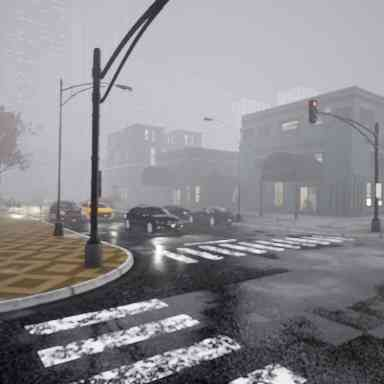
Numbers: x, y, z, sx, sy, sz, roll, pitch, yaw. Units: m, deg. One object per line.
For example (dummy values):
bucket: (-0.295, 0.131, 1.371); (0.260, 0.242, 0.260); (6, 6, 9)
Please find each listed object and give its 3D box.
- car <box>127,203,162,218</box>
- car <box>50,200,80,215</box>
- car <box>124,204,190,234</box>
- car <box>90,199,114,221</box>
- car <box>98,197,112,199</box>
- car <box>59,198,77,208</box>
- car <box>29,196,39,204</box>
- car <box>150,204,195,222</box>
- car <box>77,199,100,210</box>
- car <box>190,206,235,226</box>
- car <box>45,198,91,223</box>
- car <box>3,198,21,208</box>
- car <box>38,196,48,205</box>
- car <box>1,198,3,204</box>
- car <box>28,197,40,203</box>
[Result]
car: (-4.887, 1.823, 33.755); (1.802, 1.307, 4.206); (1, -1, -35)
car: (-14.018, 1.652, 36.583); (1.882, 1.535, 5.008); (1, -1, -35)
car: (-2.402, 1.582, 19.762); (1.837, 1.490, 4.892); (1, -1, -35)
car: (-8.200, 1.603, 28.153); (1.882, 1.535, 5.008); (1, -1, -35)
car: (-11.883, 1.614, 43.793); (2.192, 1.841, 5.009); (1, -1, -35)
car: (-21.427, 1.818, 57.437); (1.967, 1.590, 4.097); (1, -1, -35)
car: (-37.218, 1.829, 80.263); (2.192, 1.841, 5.009); (1, -1, -35)
car: (-1.769, 1.781, 29.249); (1.947, 1.339, 4.313); (1, -1, -35)
car: (-15.070, 1.765, 48.338); (1.967, 1.590, 4.097); (1, -1, -35)
car: (1.350, 1.740, 24.740); (2.008, 1.369, 4.403); (1, -1, -35)
car: (-9.474, 1.510, 25.206); (1.967, 1.590, 4.097); (1, -1, -35)
car: (-28.221, 1.757, 52.527); (1.752, 1.417, 4.829); (1, -1, -35)
car: (-30.999, 1.986, 71.271); (1.752, 1.417, 4.829); (1, -1, -35)
car: (-37.792, 1.879, 66.362); (1.947, 1.339, 4.313); (1, -1, -35)
car: (-40.378, 2.093, 84.826); (2.008, 1.369, 4.403); (1, -1, -35)
